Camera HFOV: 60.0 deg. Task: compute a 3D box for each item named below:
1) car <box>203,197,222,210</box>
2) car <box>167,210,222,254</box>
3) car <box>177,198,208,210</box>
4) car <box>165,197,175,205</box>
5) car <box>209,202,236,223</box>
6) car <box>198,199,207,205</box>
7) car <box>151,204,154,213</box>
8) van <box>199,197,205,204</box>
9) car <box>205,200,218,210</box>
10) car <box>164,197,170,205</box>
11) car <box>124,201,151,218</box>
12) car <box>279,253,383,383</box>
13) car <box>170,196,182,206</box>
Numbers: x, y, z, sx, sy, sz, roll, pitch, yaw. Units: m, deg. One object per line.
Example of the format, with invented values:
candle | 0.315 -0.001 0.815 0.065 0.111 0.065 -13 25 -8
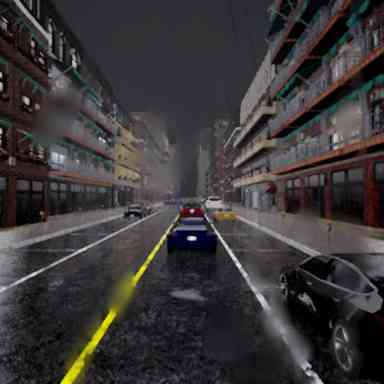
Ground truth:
car | 3.112 1.710 47.790 2.150 2.045 5.566 0 -1 0
car | 0.006 1.703 14.277 1.994 1.385 4.181 0 -1 0
car | 0.006 1.635 29.085 2.097 1.767 4.553 0 -1 0
car | -5.673 2.217 84.700 2.192 1.841 5.009 0 -1 0
car | 2.700 1.802 28.224 1.752 1.417 4.829 0 -1 0
car | 2.705 2.452 84.696 2.008 1.369 4.403 0 -1 0
car | -5.679 1.831 39.382 1.967 1.590 4.097 0 -1 0
van | 2.707 2.311 90.360 1.690 1.788 3.998 0 -1 0
car | 3.155 2.084 54.757 1.812 1.442 4.674 0 -1 0
car | -5.675 2.379 79.033 1.887 1.381 4.507 0 -1 0
car | -5.680 1.899 33.720 1.947 1.339 4.313 0 -1 0
car | 2.743 1.618 5.399 1.947 1.339 4.313 0 -1 0
car | -2.991 1.974 71.780 2.150 2.045 5.566 0 -1 0
